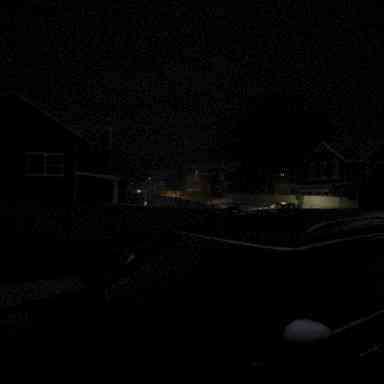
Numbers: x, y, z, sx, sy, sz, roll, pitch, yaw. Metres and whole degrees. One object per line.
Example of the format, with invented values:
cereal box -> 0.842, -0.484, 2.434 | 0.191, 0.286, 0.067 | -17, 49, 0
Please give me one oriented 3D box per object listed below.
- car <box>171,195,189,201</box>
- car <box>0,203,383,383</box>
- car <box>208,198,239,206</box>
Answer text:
car -> -1.933, 1.127, 46.152 | 1.895, 1.301, 4.718 | 0, 1, -21
car -> 0.656, 1.223, 3.066 | 5.566, 2.045, 2.150 | 0, 0, -33
car -> 2.954, 1.255, 31.281 | 2.033, 1.411, 5.357 | 0, 1, -15
